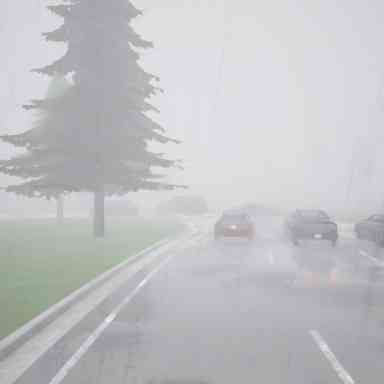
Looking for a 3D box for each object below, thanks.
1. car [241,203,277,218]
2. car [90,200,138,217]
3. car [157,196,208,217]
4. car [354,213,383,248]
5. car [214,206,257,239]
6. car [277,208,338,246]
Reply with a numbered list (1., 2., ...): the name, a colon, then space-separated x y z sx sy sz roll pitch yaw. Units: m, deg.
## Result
1. car: 5.929 1.741 32.460 2.033 1.411 5.357 0 -1 -39
2. car: -7.684 1.542 32.782 4.553 1.767 2.097 0 0 15
3. car: -1.010 1.421 34.039 5.566 2.045 2.150 0 -1 33
4. car: 8.948 1.657 15.137 1.994 1.385 4.181 0 0 9
5. car: 2.294 1.673 18.020 1.994 1.385 4.181 0 0 8
6. car: 5.555 1.589 15.958 2.128 1.511 4.902 0 0 9
